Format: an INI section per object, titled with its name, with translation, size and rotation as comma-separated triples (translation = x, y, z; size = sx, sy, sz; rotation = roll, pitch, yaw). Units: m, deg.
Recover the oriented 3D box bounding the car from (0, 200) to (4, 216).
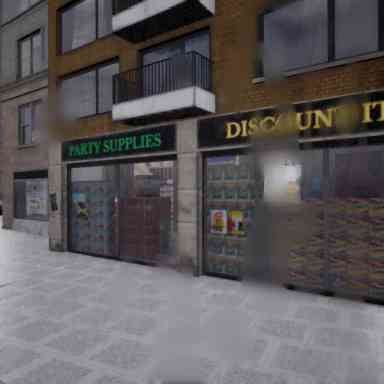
[car]
translation = -16.711, 1.352, 26.748
size = 1.882, 1.535, 5.008
rotation = 0, 0, 35
